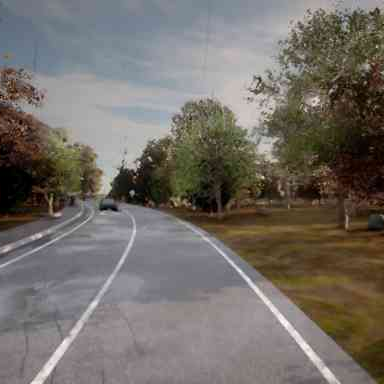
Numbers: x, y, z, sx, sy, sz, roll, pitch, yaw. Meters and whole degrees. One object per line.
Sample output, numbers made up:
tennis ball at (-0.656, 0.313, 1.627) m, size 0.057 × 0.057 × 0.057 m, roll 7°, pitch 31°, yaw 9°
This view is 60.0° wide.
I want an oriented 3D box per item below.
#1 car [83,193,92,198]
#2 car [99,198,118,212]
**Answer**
car at (-23.629, 0.890, 74.997) m, size 1.812 × 1.442 × 4.674 m, roll 2°, pitch 0°, yaw -22°
car at (-9.356, 1.434, 37.160) m, size 2.033 × 1.411 × 5.357 m, roll 1°, pitch 0°, yaw -17°
